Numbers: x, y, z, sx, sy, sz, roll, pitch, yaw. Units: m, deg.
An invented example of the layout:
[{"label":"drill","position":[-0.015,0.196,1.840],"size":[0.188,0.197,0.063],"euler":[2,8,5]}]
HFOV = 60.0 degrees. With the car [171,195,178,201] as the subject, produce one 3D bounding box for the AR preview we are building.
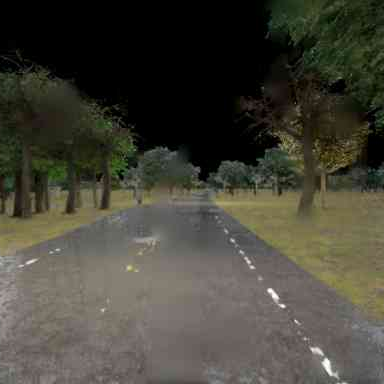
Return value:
[{"label":"car","position":[-4.857,1.652,92.171],"size":[1.837,1.490,4.892],"euler":[0,0,2]}]
